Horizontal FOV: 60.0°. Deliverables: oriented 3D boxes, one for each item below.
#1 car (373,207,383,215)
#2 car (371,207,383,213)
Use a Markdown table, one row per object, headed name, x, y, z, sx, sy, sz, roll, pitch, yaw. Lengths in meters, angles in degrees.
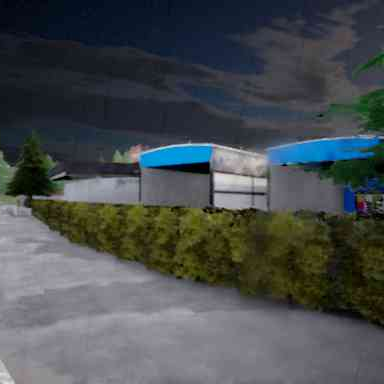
| name | x | y | z | sx | sy | sz | roll | pitch | yaw |
| --- | --- | --- | --- | --- | --- | --- | --- | --- | --- |
| car | 42.758 | 4.234 | 74.038 | 5.027 | 1.636 | 2.152 | 2 | -2 | -30 |
| car | 31.709 | 3.647 | 56.955 | 4.514 | 1.523 | 2.007 | 2 | -2 | -30 |
